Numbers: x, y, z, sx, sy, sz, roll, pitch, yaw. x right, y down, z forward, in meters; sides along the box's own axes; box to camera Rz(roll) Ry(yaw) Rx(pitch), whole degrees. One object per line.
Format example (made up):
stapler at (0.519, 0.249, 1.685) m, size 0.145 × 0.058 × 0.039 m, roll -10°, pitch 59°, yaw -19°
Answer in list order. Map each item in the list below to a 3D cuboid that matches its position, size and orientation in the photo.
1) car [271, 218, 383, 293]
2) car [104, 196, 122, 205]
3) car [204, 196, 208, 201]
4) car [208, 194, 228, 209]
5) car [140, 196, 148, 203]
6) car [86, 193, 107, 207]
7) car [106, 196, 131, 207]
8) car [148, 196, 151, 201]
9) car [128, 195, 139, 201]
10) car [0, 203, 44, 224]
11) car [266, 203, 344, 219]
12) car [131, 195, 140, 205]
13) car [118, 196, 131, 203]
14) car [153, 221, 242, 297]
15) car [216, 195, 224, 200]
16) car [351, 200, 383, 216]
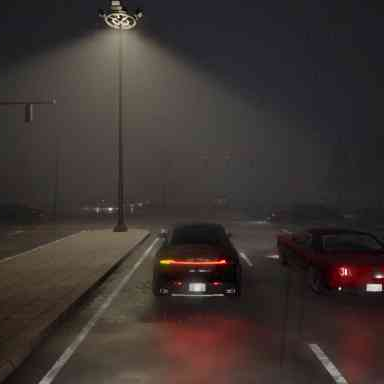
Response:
car at (3.630, 1.601, 8.784) m, size 1.895 × 1.301 × 4.718 m, roll 0°, pitch 0°, yaw 1°
car at (-14.651, 1.547, 62.144) m, size 2.033 × 1.411 × 5.357 m, roll 0°, pitch 0°, yaw 1°
car at (4.052, 1.595, 82.592) m, size 1.895 × 1.301 × 4.718 m, roll 0°, pitch 0°, yaw 1°
car at (3.646, 1.223, 44.360) m, size 2.150 × 2.045 × 5.566 m, roll 0°, pitch 0°, yaw 2°
car at (-11.056, 1.595, 69.329) m, size 1.895 × 1.301 × 4.718 m, roll 0°, pitch 0°, yaw 0°
car at (-14.759, 1.221, 51.895) m, size 2.150 × 2.045 × 5.566 m, roll 0°, pitch 0°, yaw 0°
car at (-11.267, 1.601, 51.345) m, size 1.895 × 1.301 × 4.718 m, roll 0°, pitch 0°, yaw 0°
car at (-10.989, 1.552, 79.180) m, size 1.994 × 1.385 × 4.181 m, roll 0°, pitch 0°, yaw 0°
car at (-14.456, 1.517, 82.295) m, size 1.812 × 1.442 × 4.674 m, roll 0°, pitch 0°, yaw 1°
car at (-13.111, 1.526, 23.905) m, size 4.674 × 1.442 × 1.812 m, roll 0°, pitch 0°, yaw -2°
car at (8.379, 1.547, 24.849) m, size 5.357 × 1.411 × 2.033 m, roll 0°, pitch 0°, yaw -1°
car at (-11.185, 1.505, 60.355) m, size 1.837 × 1.490 × 4.892 m, roll 0°, pitch 0°, yaw 1°
car at (-14.538, 1.553, 72.091) m, size 1.994 × 1.385 × 4.181 m, roll 0°, pitch 0°, yaw 0°
car at (0.127, 1.505, 8.540) m, size 1.837 × 1.490 × 4.892 m, roll 0°, pitch 0°, yaw 1°
car at (7.859, 1.553, 94.684) m, size 1.994 × 1.385 × 4.181 m, roll 0°, pitch 0°, yaw 2°
car at (17.809, 1.525, 31.936) m, size 4.674 × 1.442 × 1.812 m, roll 0°, pitch 0°, yaw 2°
